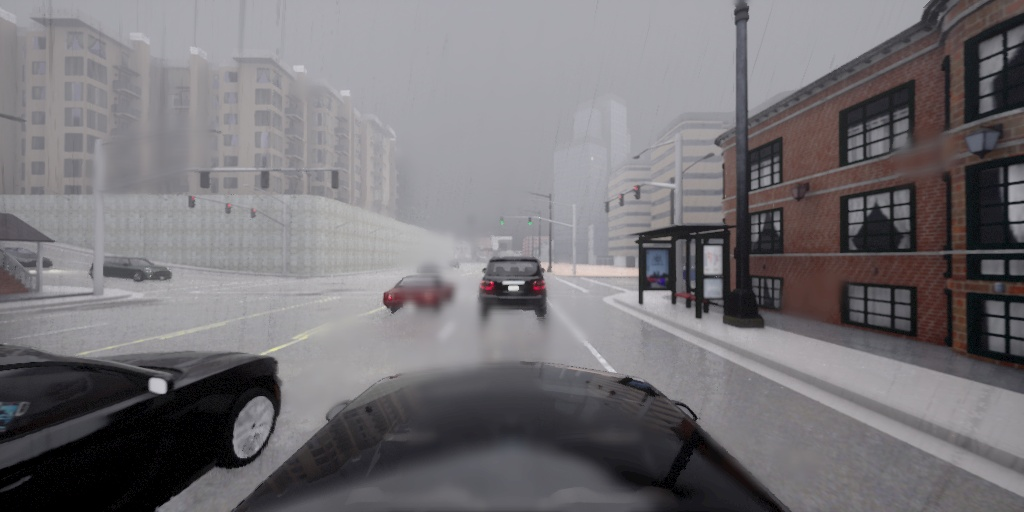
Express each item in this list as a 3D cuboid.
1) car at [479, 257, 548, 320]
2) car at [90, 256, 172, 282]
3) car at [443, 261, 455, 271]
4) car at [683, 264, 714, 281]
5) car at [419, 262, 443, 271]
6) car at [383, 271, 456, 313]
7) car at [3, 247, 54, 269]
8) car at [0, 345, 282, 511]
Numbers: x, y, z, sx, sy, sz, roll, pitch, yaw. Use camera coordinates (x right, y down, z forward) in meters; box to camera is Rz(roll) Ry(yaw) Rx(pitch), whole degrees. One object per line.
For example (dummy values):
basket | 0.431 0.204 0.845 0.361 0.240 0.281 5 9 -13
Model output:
car | 0.058 1.048 13.142 2.150 2.045 5.566 0 0 0
car | -27.995 0.887 26.520 4.553 1.767 2.097 4 0 0
car | -10.706 1.641 56.493 1.812 1.442 4.674 0 0 -1
car | 14.414 1.417 30.453 5.008 1.535 1.882 0 0 0
car | -10.695 1.613 46.514 1.994 1.385 4.181 0 0 0
car | -3.440 1.435 14.347 1.895 1.301 4.718 0 0 0
car | -36.798 0.097 26.472 4.181 1.385 1.994 9 0 -1
car | -3.408 1.227 1.858 1.882 1.535 5.008 0 0 0
